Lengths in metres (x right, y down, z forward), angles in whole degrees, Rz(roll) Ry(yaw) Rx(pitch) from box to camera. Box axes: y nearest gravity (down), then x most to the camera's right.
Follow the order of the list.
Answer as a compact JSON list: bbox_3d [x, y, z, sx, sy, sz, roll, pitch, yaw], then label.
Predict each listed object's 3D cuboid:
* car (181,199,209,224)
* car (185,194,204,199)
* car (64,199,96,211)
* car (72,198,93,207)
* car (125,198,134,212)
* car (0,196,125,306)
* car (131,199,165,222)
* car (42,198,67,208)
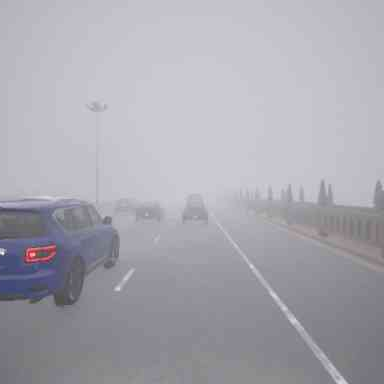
[{"bbox_3d":[0.233,1.494,24.840,2.128,1.511,4.902,0,0,0],"label":"car"},{"bbox_3d":[0.334,1.256,42.946,2.150,2.045,5.566,0,0,0],"label":"car"},{"bbox_3d":[-13.812,1.563,41.396,2.033,1.411,5.357,0,0,1],"label":"car"},{"bbox_3d":[-17.220,1.604,52.452,1.994,1.385,4.181,0,0,1],"label":"car"},{"bbox_3d":[-6.711,1.360,34.826,2.097,1.767,4.553,0,0,0],"label":"car"},{"bbox_3d":[-3.356,1.213,8.124,2.150,2.045,5.566,0,0,0],"label":"car"},{"bbox_3d":[-3.258,1.478,26.574,1.882,1.535,5.008,0,0,0],"label":"car"},{"bbox_3d":[-20.748,1.594,50.272,1.994,1.385,4.181,0,0,1],"label":"car"}]
